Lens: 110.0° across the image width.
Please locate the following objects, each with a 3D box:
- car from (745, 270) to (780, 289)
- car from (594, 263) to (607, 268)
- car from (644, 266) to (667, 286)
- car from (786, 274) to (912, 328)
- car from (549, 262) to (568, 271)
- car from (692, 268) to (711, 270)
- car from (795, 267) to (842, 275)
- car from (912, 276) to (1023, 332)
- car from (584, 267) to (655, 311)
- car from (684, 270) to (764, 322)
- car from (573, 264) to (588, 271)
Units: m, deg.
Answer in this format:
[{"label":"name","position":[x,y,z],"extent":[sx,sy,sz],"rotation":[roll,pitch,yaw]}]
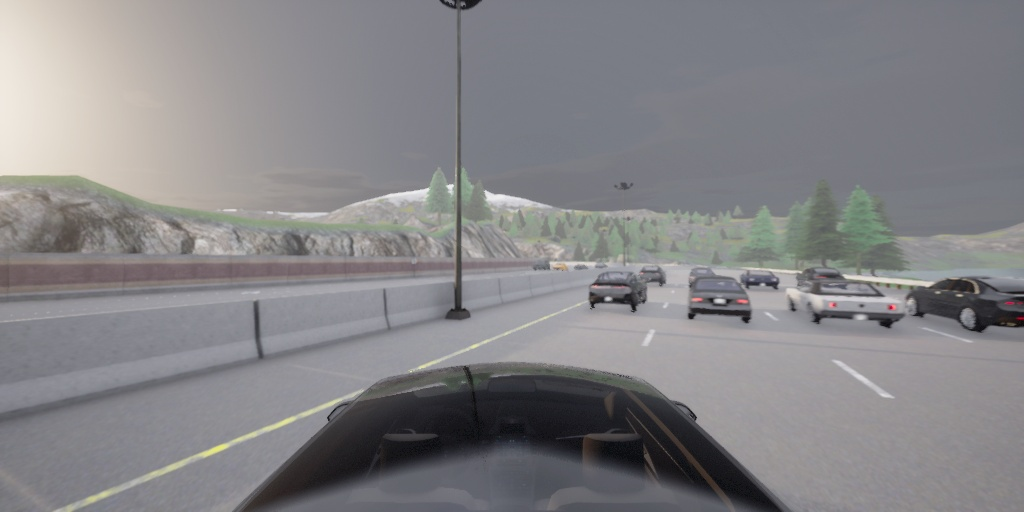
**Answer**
[{"label":"car","position":[17.452,1.613,25.529],"extent":[1.895,1.301,4.718],"rotation":[0,-1,27]},{"label":"car","position":[15.685,1.936,63.409],"extent":[1.882,1.535,5.008],"rotation":[0,-1,21]},{"label":"car","position":[11.292,1.550,28.861],"extent":[2.128,1.511,4.902],"rotation":[0,-1,27]},{"label":"car","position":[10.806,1.462,12.082],"extent":[1.895,1.301,4.718],"rotation":[0,-1,27]},{"label":"car","position":[8.672,1.958,64.669],"extent":[1.882,1.535,5.008],"rotation":[0,-1,22]},{"label":"car","position":[13.994,1.574,26.453],"extent":[2.033,1.411,5.357],"rotation":[0,-1,27]},{"label":"car","position":[20.718,1.501,24.234],"extent":[1.837,1.490,4.892],"rotation":[0,0,27]},{"label":"car","position":[14.060,1.350,10.763],"extent":[1.837,1.490,4.892],"rotation":[0,0,27]},{"label":"car","position":[4.645,1.399,15.412],"extent":[2.128,1.511,4.902],"rotation":[0,-1,27]},{"label":"car","position":[7.338,1.423,12.982],"extent":[2.033,1.411,5.357],"rotation":[0,-1,27]},{"label":"car","position":[12.289,2.035,64.303],"extent":[1.994,1.385,4.181],"rotation":[0,-1,21]}]
